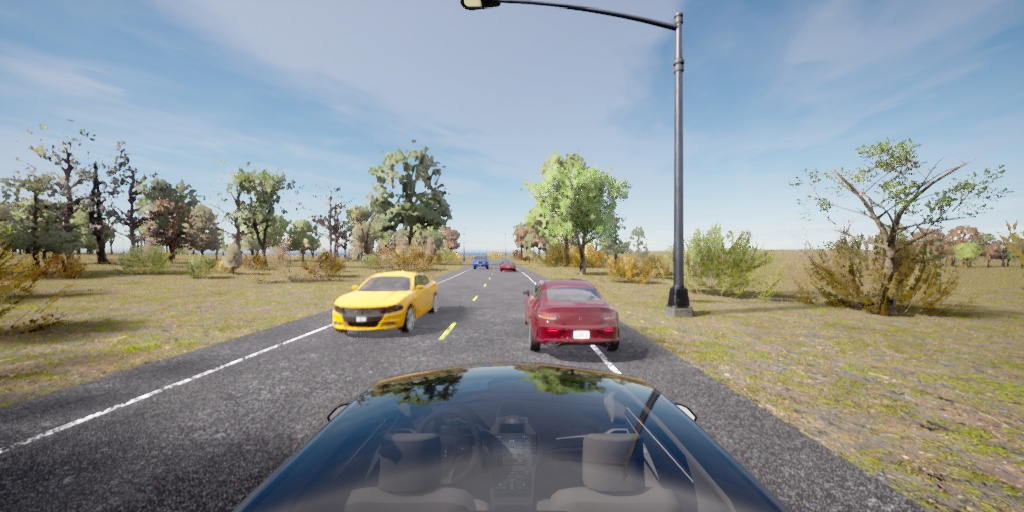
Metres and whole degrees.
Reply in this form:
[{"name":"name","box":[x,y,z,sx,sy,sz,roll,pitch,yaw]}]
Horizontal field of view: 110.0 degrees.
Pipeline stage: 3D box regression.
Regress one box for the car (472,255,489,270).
[{"name":"car","box":[-4.545,0.915,52.702,2.150,2.045,5.566,0,0,-3]}]

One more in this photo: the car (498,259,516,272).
[{"name":"car","box":[-0.561,1.269,45.783,1.994,1.385,4.181,0,0,-2]}]

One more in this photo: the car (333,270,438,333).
[{"name":"car","box":[-3.569,1.224,10.971,1.882,1.535,5.008,0,0,0]}]

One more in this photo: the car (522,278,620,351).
[{"name":"car","box":[1.273,1.273,8.848,1.812,1.442,4.674,0,0,0]}]
